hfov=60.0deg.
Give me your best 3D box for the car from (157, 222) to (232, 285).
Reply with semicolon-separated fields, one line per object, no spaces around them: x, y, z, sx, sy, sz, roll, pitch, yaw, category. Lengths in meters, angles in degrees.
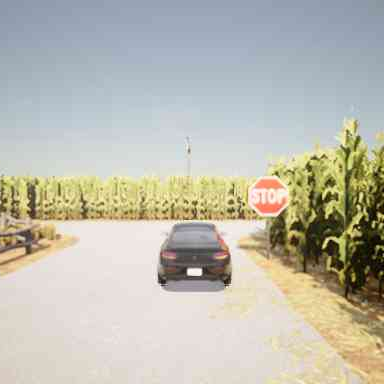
0.071;1.578;9.560;1.812;1.442;4.674;0;0;0;car
